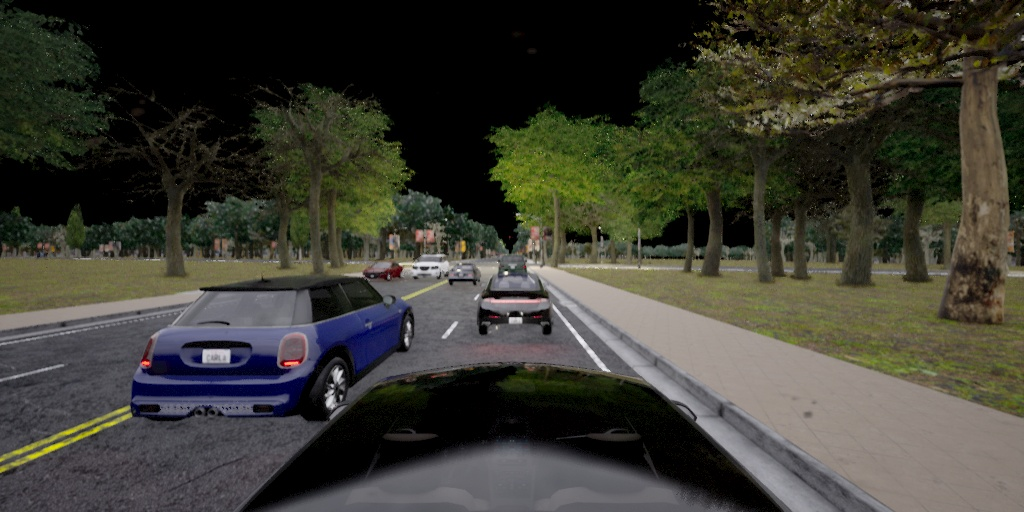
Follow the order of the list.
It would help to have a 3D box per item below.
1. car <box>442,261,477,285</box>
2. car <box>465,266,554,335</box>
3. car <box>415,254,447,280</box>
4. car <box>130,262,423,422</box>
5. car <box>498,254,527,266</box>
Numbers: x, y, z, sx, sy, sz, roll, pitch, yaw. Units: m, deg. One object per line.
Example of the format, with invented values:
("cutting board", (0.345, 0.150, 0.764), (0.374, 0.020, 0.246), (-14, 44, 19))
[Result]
("car", (-3.195, 1.218, 24.797), (2.033, 1.411, 5.357), (0, 0, 0))
("car", (0.081, 1.210, 10.373), (2.128, 1.511, 4.902), (0, 0, 0))
("car", (-6.657, 0.876, 29.858), (2.150, 2.045, 5.566), (0, 0, 0))
("car", (-3.159, 1.087, 5.967), (2.097, 1.767, 4.553), (0, 0, 0))
("car", (0.045, 0.883, 28.427), (2.150, 2.045, 5.566), (0, 0, 0))
